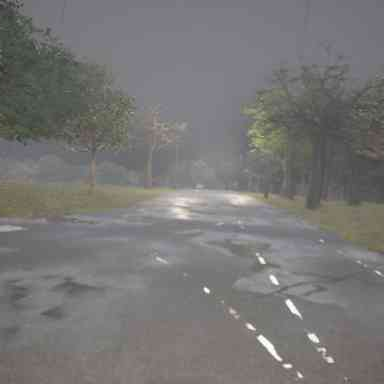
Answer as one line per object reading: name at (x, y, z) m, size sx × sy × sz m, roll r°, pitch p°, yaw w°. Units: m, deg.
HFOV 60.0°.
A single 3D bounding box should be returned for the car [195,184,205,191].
car at (2.040, -1.064, 77.353) m, size 1.812 × 1.442 × 4.674 m, roll 4°, pitch 2°, yaw 10°
